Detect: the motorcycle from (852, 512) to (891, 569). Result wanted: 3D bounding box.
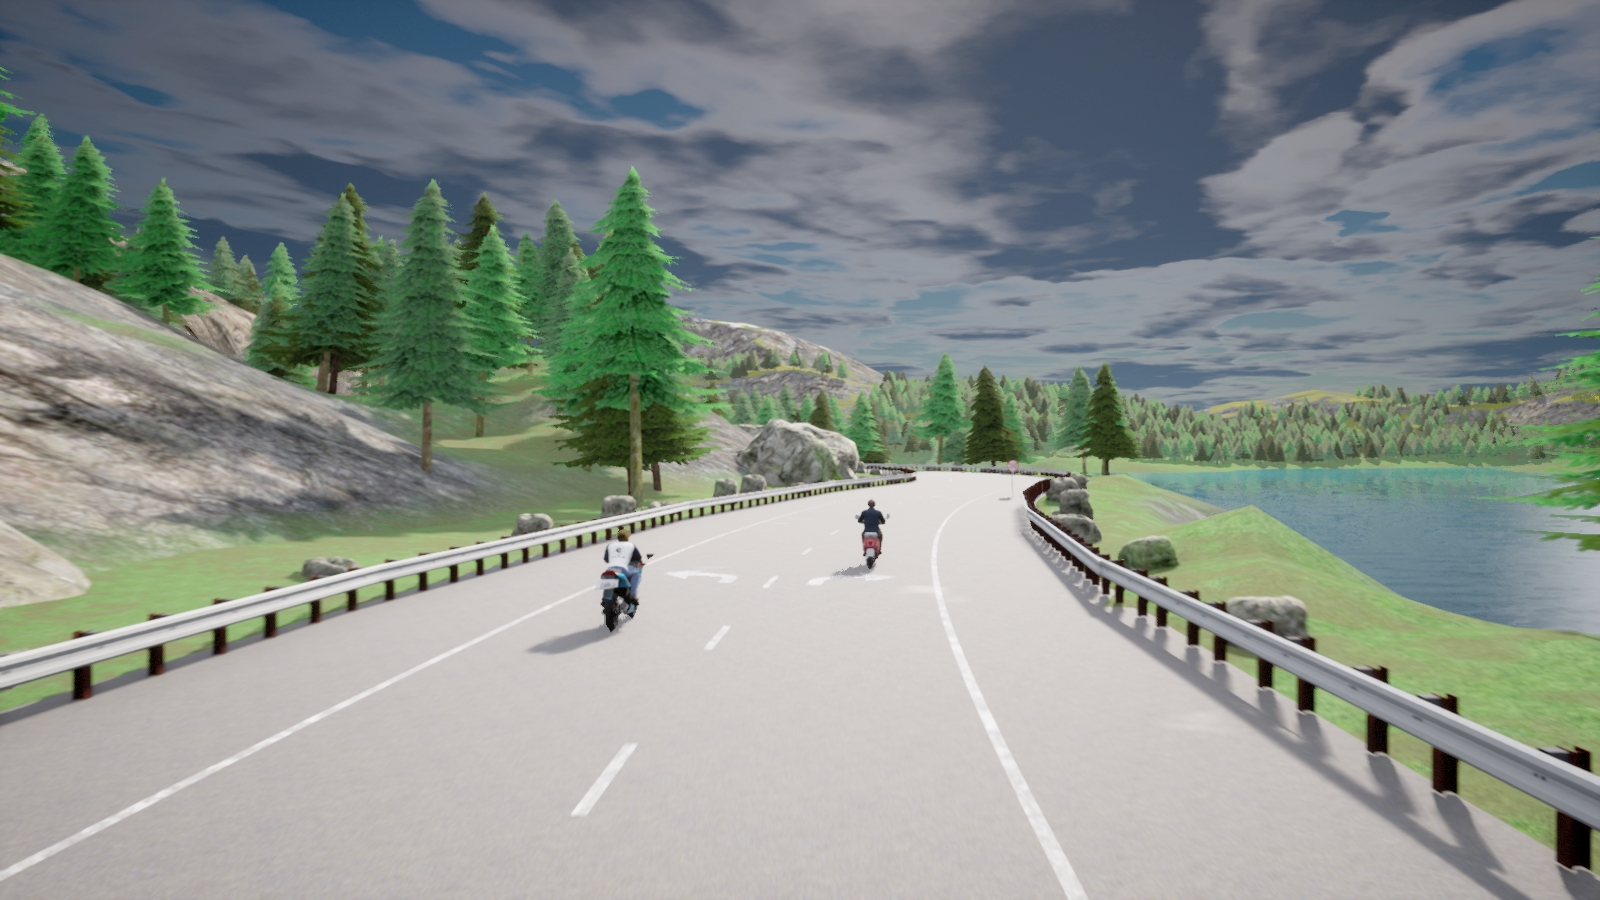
[{"bbox_3d":[1.742,2.183,27.717,0.856,1.236,1.805,0,0,6],"label":"motorcycle"}]

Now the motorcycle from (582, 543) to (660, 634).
[{"bbox_3d":[-2.833,2.176,18.293,0.803,1.217,2.033,0,0,4],"label":"motorcycle"}]
